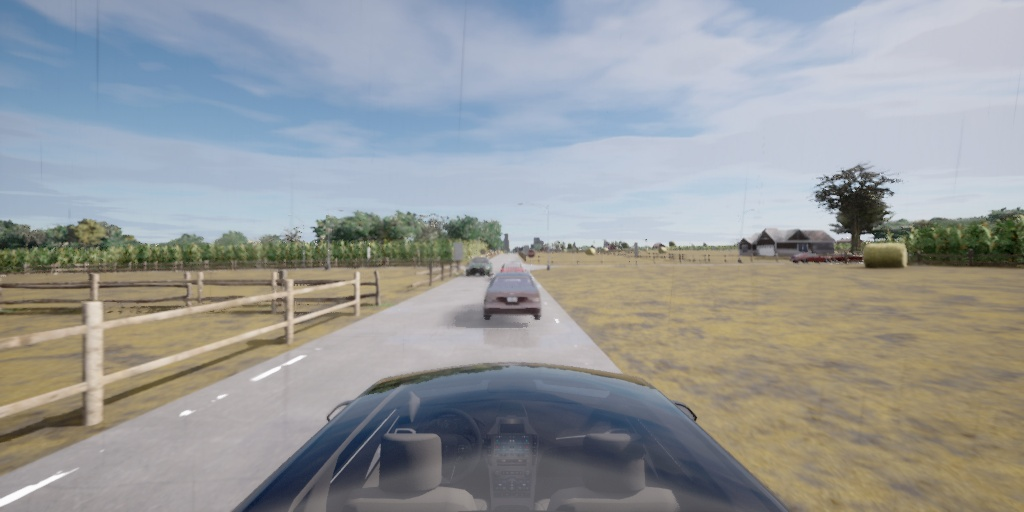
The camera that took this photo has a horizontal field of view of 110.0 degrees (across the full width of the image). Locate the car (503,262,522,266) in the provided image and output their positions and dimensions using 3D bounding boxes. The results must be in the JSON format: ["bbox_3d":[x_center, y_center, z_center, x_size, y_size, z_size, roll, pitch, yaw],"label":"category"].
[{"bbox_3d":[0.037,1.174,29.063,1.895,1.301,4.718,0,1,0],"label":"car"}]

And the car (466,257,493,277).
[{"bbox_3d":[-2.794,0.889,31.624,2.097,1.767,4.553,0,1,1],"label":"car"}]

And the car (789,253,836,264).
[{"bbox_3d":[39.078,0.317,47.053,4.674,1.442,1.812,-1,-1,0],"label":"car"}]

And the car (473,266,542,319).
[{"bbox_3d":[0.025,1.262,12.575,2.033,1.411,5.357,0,0,0],"label":"car"}]
